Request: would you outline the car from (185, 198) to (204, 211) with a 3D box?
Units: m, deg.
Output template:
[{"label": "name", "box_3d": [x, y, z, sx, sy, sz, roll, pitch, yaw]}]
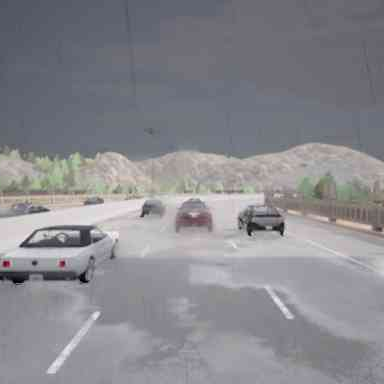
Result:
[{"label": "car", "box_3d": [0.392, 1.451, 40.927, 2.033, 1.411, 5.357, 0, 0, 4]}]

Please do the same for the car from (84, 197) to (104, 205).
[{"label": "car", "box_3d": [-15.789, 1.438, 53.704, 1.994, 1.385, 4.181, 0, 0, 9]}]

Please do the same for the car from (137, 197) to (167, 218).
[{"label": "car", "box_3d": [-3.387, 1.435, 29.731, 1.837, 1.490, 4.892, 0, 0, 0]}]

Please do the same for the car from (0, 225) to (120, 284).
[{"label": "car", "box_3d": [-3.402, 1.578, 9.486, 1.895, 1.301, 4.718, 0, 0, 0]}]

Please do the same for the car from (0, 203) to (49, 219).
[{"label": "car", "box_3d": [-10.585, 1.443, 20.686, 2.128, 1.511, 4.902, 0, 0, 0]}]

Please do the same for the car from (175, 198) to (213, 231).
[{"label": "car", "box_3d": [0.108, 1.304, 20.134, 2.097, 1.767, 4.553, 0, 0, 0]}]

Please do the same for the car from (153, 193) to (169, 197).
[{"label": "car", "box_3d": [-6.239, 1.124, 63.888, 2.150, 2.045, 5.566, 0, 0, 17]}]

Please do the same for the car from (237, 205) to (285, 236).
[{"label": "car", "box_3d": [3.607, 1.449, 17.971, 2.128, 1.511, 4.902, 0, 0, 0]}]

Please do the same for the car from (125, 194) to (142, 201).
[{"label": "car", "box_3d": [-10.610, 1.227, 61.254, 2.097, 1.767, 4.553, 0, 0, 15]}]
